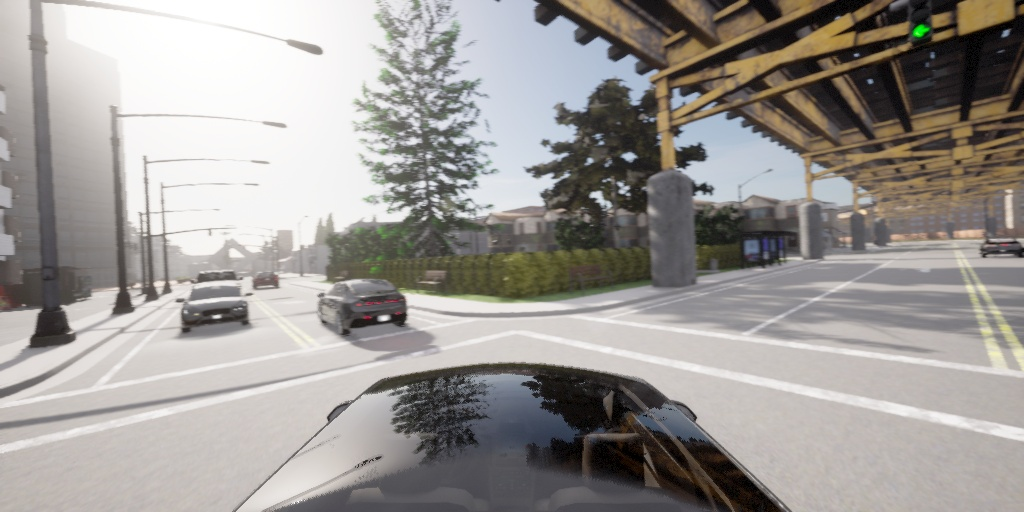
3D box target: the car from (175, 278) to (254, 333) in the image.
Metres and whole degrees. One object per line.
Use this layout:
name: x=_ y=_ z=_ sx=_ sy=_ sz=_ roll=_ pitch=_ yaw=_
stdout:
car: x=-11.264 y=1.829 z=13.684 sx=1.837 sy=1.490 sz=4.892 roll=-3 pitch=0 yaw=-39

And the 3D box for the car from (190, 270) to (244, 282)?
car: x=-17.588 y=1.867 z=21.455 sx=2.150 sy=2.045 sz=5.566 roll=-3 pitch=0 yaw=-39

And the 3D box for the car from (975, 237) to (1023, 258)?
car: x=36.232 y=-0.666 z=26.641 sx=4.902 sy=1.511 sz=2.128 roll=-3 pitch=0 yaw=-39

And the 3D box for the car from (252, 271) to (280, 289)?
car: x=-25.622 y=2.401 z=37.245 sx=2.097 sy=1.767 sz=4.553 roll=-3 pitch=0 yaw=-39

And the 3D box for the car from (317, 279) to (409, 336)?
car: x=-4.944 y=1.502 z=11.609 sx=1.837 sy=1.490 sz=4.892 roll=-3 pitch=0 yaw=-38
